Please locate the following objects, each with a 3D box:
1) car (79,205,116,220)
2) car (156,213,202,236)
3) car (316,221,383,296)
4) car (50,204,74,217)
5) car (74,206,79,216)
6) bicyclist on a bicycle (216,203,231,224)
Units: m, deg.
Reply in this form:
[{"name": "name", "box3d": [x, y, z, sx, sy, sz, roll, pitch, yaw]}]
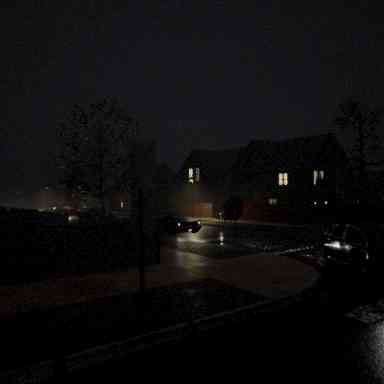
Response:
[{"name": "car", "box3d": [-9.021, 2.203, 32.230, 1.882, 1.535, 5.008, -1, -1, -35]}, {"name": "car", "box3d": [-1.391, 2.014, 21.518, 1.895, 1.301, 4.718, -1, -1, -36]}, {"name": "car", "box3d": [4.899, 1.574, 8.823, 1.837, 1.490, 4.892, 1, -3, -1]}, {"name": "car", "box3d": [-17.771, 2.648, 44.632, 1.994, 1.385, 4.181, -1, -1, -35]}, {"name": "car", "box3d": [-16.167, 2.618, 47.347, 2.033, 1.411, 5.357, -1, -1, -35]}, {"name": "bicyclist on a bicycle", "box3d": [2.523, 1.659, 26.096, 1.656, 1.620, 0.582, -1, 0, -35]}]
